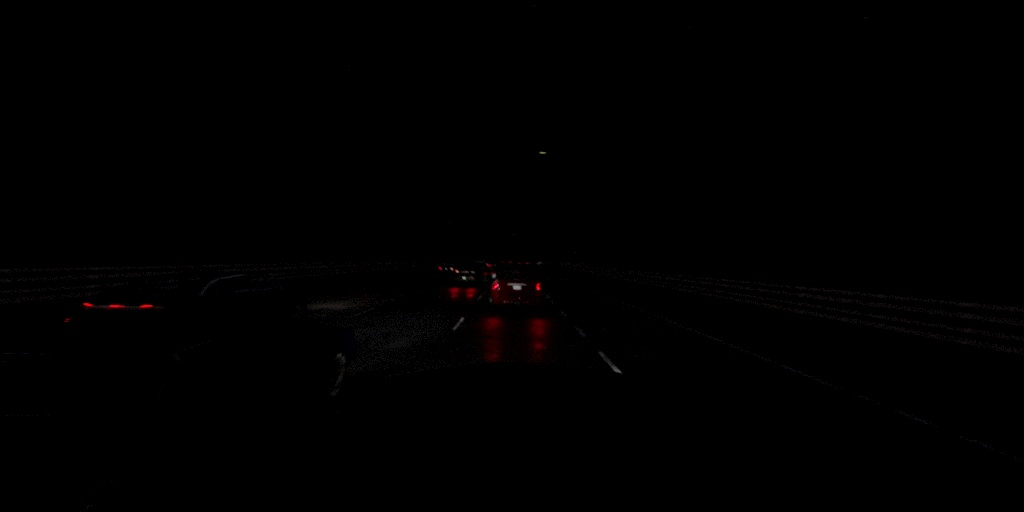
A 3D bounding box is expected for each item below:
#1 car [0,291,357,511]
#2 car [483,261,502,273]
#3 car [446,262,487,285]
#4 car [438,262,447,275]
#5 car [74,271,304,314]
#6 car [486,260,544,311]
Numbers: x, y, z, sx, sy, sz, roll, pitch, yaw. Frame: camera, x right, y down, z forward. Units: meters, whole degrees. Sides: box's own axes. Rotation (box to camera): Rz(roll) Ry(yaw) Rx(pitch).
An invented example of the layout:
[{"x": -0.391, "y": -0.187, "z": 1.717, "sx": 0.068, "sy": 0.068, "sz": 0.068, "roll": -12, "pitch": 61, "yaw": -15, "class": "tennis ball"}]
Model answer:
[{"x": -3.309, "y": 1.266, "z": 3.428, "sx": 1.895, "sy": 1.301, "sz": 4.718, "roll": 2, "pitch": 0, "yaw": 0, "class": "car"}, {"x": -2.783, "y": 1.544, "z": 52.399, "sx": 2.128, "sy": 1.511, "sz": 4.902, "roll": 2, "pitch": 0, "yaw": 3, "class": "car"}, {"x": -3.323, "y": 1.336, "z": 27.416, "sx": 2.128, "sy": 1.511, "sz": 4.902, "roll": 2, "pitch": 0, "yaw": 0, "class": "car"}, {"x": -6.750, "y": 1.384, "z": 39.398, "sx": 2.033, "sy": 1.411, "sz": 5.357, "roll": 2, "pitch": 0, "yaw": 1, "class": "car"}, {"x": -6.810, "y": 1.095, "z": 8.414, "sx": 2.128, "sy": 1.511, "sz": 4.902, "roll": 2, "pitch": 0, "yaw": 0, "class": "car"}, {"x": 0.187, "y": 1.209, "z": 15.371, "sx": 2.097, "sy": 1.767, "sz": 4.553, "roll": 2, "pitch": 0, "yaw": 0, "class": "car"}]
